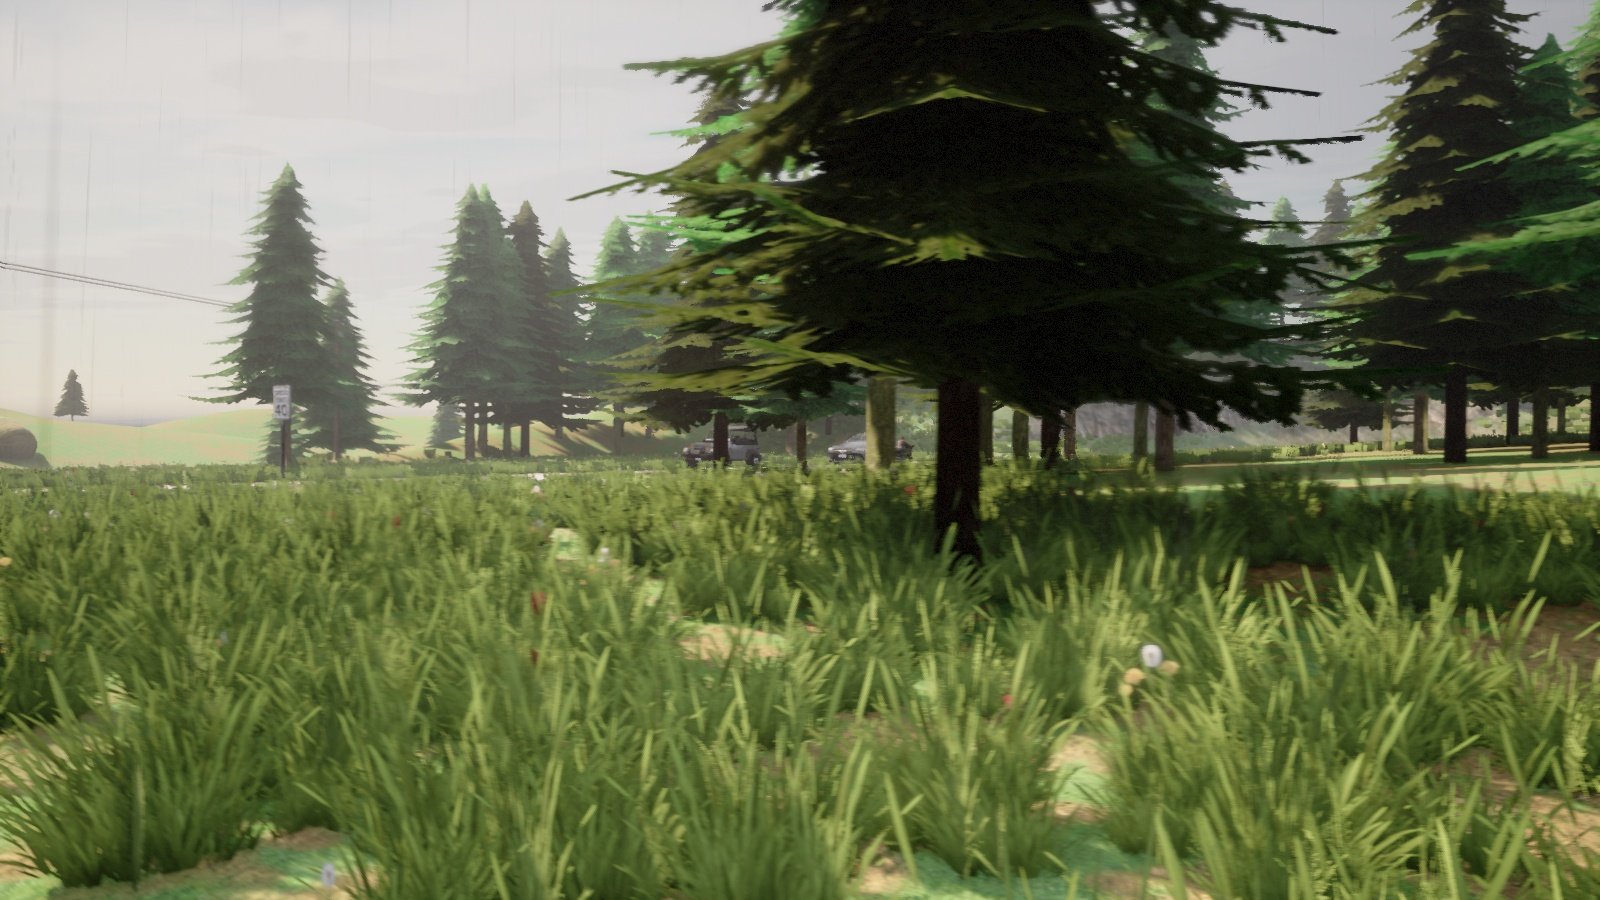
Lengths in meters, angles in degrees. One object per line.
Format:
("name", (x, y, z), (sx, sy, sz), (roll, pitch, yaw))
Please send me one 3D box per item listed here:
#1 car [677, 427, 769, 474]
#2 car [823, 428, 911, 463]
("car", (-3.193, -0.020, 52.511), (1.905, 1.878, 3.866), (0, 1, 33))
("car", (3.394, -0.235, 62.637), (2.152, 1.651, 5.027), (0, 1, 33))
